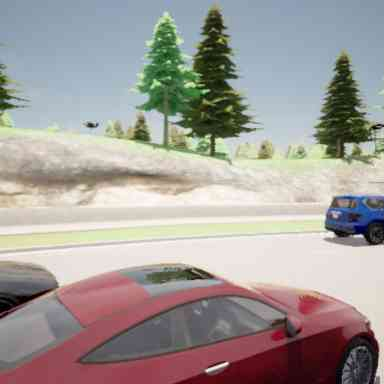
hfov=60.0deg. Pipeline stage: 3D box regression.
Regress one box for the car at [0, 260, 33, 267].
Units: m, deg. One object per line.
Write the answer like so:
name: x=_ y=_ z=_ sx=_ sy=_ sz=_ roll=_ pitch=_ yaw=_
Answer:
car: x=-4.703 y=1.473 z=4.599 sx=5.357 sy=1.411 sz=2.033 roll=0 pitch=1 yaw=-36

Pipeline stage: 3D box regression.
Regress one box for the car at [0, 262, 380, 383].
car: x=-0.051 y=1.492 z=3.382 sx=4.674 sy=1.442 sz=1.812 roll=0 pitch=0 yaw=-33

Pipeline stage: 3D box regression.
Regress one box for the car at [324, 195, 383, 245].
car: x=8.721 y=1.147 z=14.968 sx=5.566 sy=2.045 sz=2.150 roll=0 pitch=0 yaw=-16
